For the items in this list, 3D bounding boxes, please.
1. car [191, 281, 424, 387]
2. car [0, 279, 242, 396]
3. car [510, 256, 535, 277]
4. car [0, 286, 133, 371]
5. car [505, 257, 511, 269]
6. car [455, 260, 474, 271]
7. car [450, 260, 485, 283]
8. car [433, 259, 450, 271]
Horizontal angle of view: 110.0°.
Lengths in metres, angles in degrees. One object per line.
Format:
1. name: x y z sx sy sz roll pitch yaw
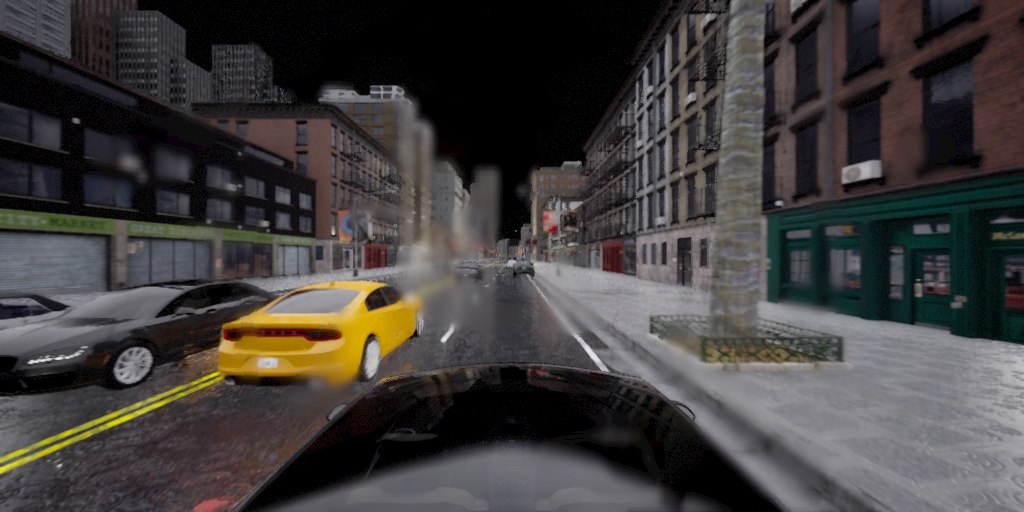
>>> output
1. car: -3.150 1.228 7.111 1.882 1.535 5.008 0 0 0
2. car: -6.600 1.255 6.887 1.837 1.490 4.892 0 0 0
3. car: 1.137 1.106 35.642 2.097 1.767 4.553 0 0 0
4. car: -9.850 1.351 6.071 1.895 1.301 4.718 0 0 0
5. car: 0.002 1.276 55.112 1.812 1.442 4.674 0 0 0
6. car: -6.564 1.316 50.127 1.994 1.385 4.181 0 0 0
7. car: -3.150 1.246 27.637 2.128 1.511 4.902 0 0 0
8. car: -9.813 1.243 50.395 2.128 1.511 4.902 0 0 0
